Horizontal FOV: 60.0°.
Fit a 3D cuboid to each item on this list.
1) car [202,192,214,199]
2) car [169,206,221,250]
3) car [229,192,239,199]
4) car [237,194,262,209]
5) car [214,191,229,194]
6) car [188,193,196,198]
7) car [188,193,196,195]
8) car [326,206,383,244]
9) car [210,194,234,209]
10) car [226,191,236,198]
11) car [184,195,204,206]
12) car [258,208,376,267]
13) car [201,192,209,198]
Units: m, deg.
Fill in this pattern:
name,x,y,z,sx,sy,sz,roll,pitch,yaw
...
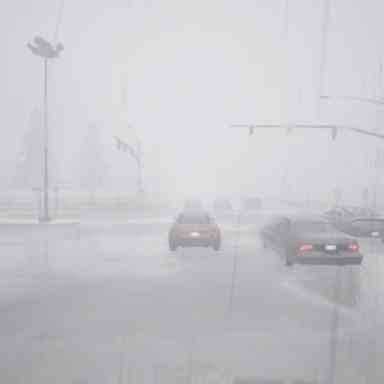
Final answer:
name,x,y,z,sx,sy,sz,roll,pitch,yaw
car,3.509,1.135,79.539,1.895,1.301,4.718,0,0,0
car,0.102,1.484,13.974,1.994,1.385,4.181,0,0,0
car,10.509,1.038,79.091,1.837,1.490,4.892,0,0,0
car,7.105,1.263,39.931,2.128,1.511,4.902,0,0,0
car,7.009,1.064,79.508,1.812,1.442,4.674,0,0,0
car,0.010,0.939,89.512,2.033,1.411,5.357,0,0,0
car,0.009,1.016,79.092,1.882,1.535,5.008,0,0,0
car,7.103,1.403,15.341,2.128,1.511,4.902,0,0,0
car,3.605,1.333,40.362,1.994,1.385,4.181,0,0,0
car,10.510,0.754,89.479,2.097,1.767,4.553,0,0,0
car,0.105,1.381,38.439,1.895,1.301,4.718,0,0,0
car,3.602,1.483,11.141,2.033,1.411,5.357,0,0,0
car,3.510,0.877,89.511,1.882,1.535,5.008,0,0,0
